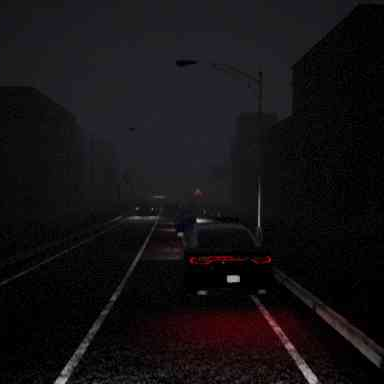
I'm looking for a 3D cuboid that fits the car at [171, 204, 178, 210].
[{"bbox_3d":[-0.424,1.877,24.797,1.812,1.442,4.674,0,-1,-4],"label":"car"}]

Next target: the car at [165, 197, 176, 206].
[{"bbox_3d":[-3.792,1.729,59.156,1.895,1.301,4.718,0,2,-4],"label":"car"}]

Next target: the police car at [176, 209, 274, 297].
[{"bbox_3d":[0.650,1.462,8.857,1.930,1.638,5.238,0,-1,-3],"label":"police car"}]

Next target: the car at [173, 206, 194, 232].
[{"bbox_3d":[0.005,1.732,18.802,1.812,1.442,4.674,0,-1,-4],"label":"car"}]

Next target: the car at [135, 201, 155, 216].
[{"bbox_3d":[-5.479,1.859,39.150,2.097,1.767,4.553,0,0,-4],"label":"car"}]

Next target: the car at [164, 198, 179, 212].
[{"bbox_3d":[-2.793,1.902,45.402,2.128,1.511,4.902,0,-1,-4],"label":"car"}]

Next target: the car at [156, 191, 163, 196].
[{"bbox_3d":[-9.300,0.482,93.956,1.895,1.301,4.718,0,1,-4],"label":"car"}]
